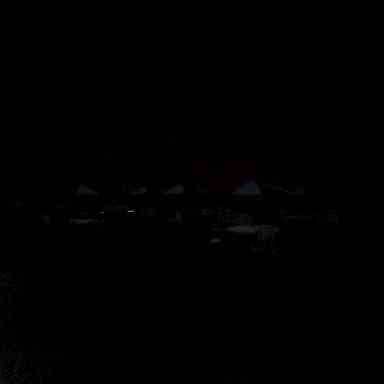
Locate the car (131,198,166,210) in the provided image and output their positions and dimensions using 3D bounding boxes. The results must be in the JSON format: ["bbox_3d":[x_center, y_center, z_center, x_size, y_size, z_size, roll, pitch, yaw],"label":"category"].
[{"bbox_3d":[-4.823,1.397,37.410,1.994,1.385,4.181,0,0,36],"label":"car"}]
